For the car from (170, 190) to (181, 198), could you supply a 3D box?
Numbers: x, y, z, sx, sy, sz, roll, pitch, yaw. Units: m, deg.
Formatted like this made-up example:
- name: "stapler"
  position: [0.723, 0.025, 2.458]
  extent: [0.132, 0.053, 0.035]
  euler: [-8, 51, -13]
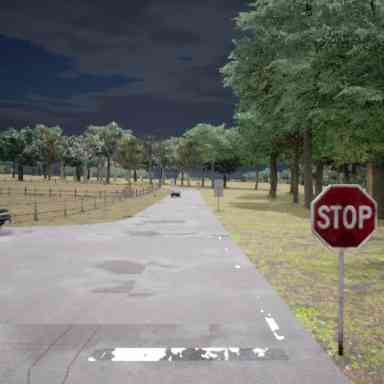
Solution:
- name: "car"
  position: [-2.898, 0.302, 59.440]
  extent: [1.895, 1.301, 4.718]
  euler: [0, 2, 0]

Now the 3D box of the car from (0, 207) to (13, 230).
- name: "car"
  position: [-11.159, 1.191, 15.759]
  extent: [4.902, 1.511, 2.128]
  euler: [1, 2, 0]
